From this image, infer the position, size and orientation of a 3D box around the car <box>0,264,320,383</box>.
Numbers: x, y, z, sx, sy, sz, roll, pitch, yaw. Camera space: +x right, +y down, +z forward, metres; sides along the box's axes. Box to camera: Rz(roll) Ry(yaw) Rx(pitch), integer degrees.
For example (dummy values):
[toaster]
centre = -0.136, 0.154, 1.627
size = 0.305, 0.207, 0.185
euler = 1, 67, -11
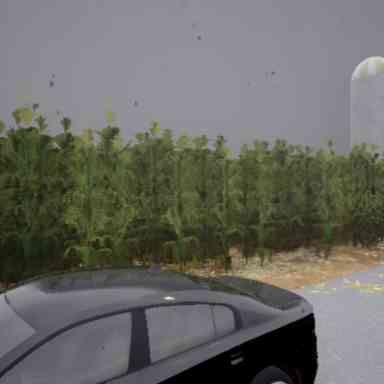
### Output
[car]
centre = -1.022, 1.475, 2.761
size = 5.008, 1.535, 1.882
euler = 0, 0, -35
